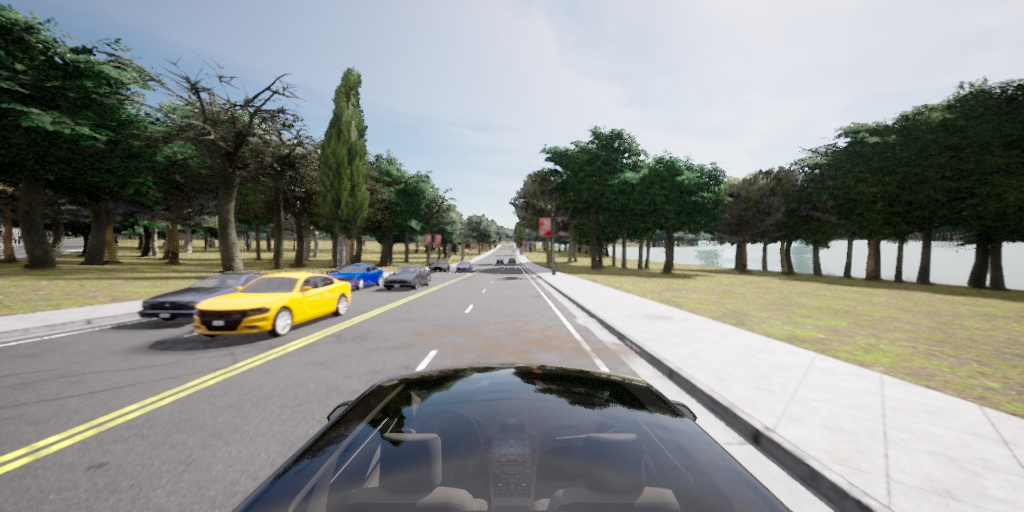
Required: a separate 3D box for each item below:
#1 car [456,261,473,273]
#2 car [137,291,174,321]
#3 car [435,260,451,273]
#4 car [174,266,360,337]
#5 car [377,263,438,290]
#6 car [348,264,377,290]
[{"bbox_3d":[-6.482,1.489,49.141,1.882,1.535,5.008,0,0,0],"label":"car"},{"bbox_3d":[-9.797,1.306,12.800,2.033,1.411,5.357,0,0,1],"label":"car"},{"bbox_3d":[-9.732,1.384,49.171,2.097,1.767,4.553,0,0,0],"label":"car"},{"bbox_3d":[-6.563,1.233,10.519,1.882,1.535,5.008,0,0,0],"label":"car"},{"bbox_3d":[-6.544,1.345,23.134,2.033,1.411,5.357,0,0,1],"label":"car"},{"bbox_3d":[-9.792,1.273,22.790,1.882,1.535,5.008,0,0,0],"label":"car"}]
